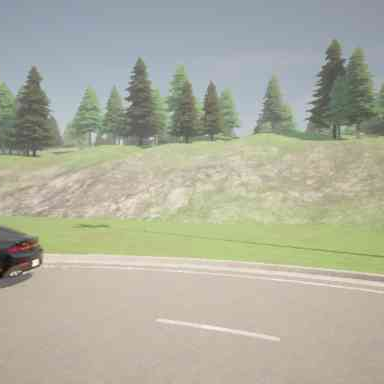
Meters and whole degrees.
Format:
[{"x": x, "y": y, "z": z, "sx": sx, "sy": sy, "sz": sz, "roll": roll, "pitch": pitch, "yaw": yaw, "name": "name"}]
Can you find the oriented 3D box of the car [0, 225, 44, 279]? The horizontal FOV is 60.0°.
[{"x": -6.273, "y": 1.504, "z": 8.223, "sx": 4.892, "sy": 1.490, "sz": 1.837, "roll": 0, "pitch": -1, "yaw": 1, "name": "car"}]
